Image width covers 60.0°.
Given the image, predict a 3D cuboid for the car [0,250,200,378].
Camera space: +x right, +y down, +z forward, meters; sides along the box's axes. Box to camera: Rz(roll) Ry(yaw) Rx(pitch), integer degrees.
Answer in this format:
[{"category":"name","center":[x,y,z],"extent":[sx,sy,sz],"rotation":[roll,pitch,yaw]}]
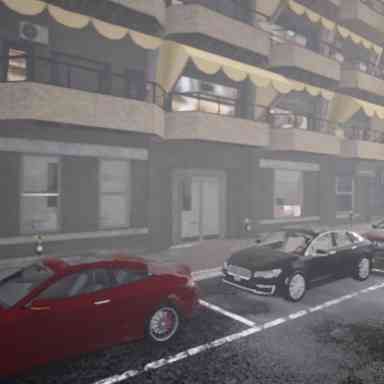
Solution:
[{"category":"car","center":[-1.810,1.573,4.800],"extent":[4.206,1.307,1.802],"rotation":[-1,1,-35]}]

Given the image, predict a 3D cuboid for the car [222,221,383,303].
[{"category":"car","center":[2.699,1.500,8.012],"extent":[4.403,1.369,2.008],"rotation":[-1,1,-35]}]
